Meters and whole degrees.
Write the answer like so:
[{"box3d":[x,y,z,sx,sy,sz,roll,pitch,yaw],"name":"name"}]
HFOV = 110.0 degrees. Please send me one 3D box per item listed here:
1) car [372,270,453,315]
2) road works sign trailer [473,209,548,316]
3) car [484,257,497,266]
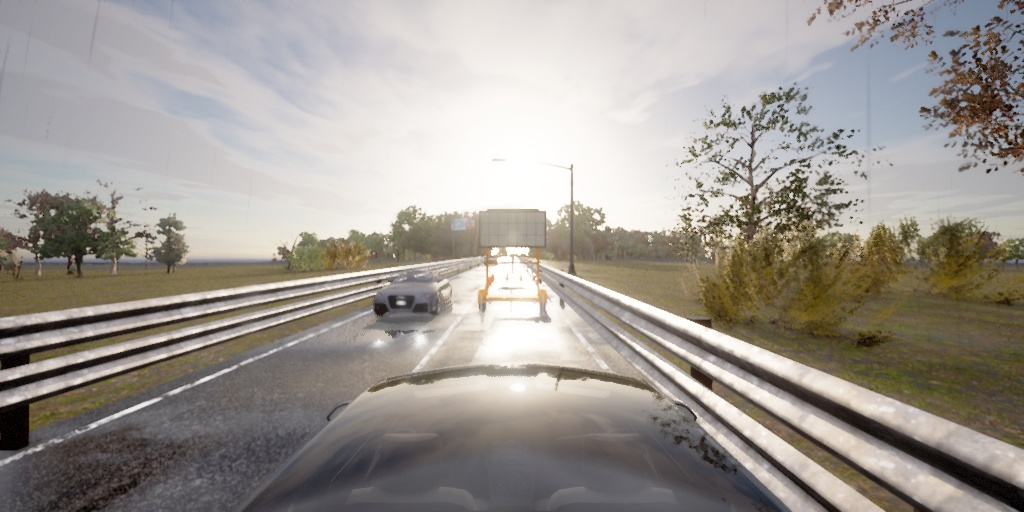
[{"box3d":[-3.332,1.209,12.783,1.994,1.385,4.181,0,1,0],"name":"car"},{"box3d":[0.025,0.109,12.888,2.380,3.560,2.880,0,0,0],"name":"road works sign trailer"},{"box3d":[-3.245,0.749,55.379,1.837,1.490,4.892,0,0,0],"name":"car"}]
